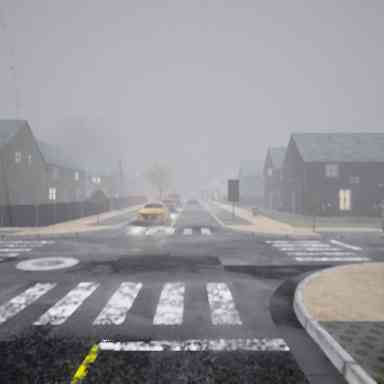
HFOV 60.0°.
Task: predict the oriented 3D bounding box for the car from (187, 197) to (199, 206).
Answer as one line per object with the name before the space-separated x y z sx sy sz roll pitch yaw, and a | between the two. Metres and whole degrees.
car | 0.172 1.629 56.950 1.994 1.385 4.181 0 0 1

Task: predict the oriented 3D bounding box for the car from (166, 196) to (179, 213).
car | -2.772 1.479 36.935 1.882 1.535 5.008 0 0 0

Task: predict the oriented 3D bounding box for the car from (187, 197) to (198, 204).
car | 0.136 1.661 66.929 2.033 1.411 5.357 0 0 0

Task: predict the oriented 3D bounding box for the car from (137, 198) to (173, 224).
car | -2.826 1.466 25.206 1.882 1.535 5.008 0 0 1

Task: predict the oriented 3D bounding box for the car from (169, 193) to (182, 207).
car | -2.722 1.255 51.496 2.150 2.045 5.566 0 1 0
